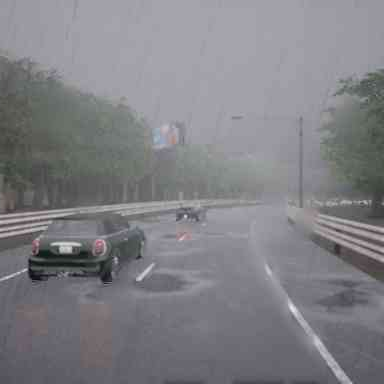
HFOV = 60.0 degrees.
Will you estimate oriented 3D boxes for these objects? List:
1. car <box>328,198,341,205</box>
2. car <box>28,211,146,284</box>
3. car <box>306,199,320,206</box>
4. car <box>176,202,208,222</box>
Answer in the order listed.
[{"bbox_3d":[36.890,2.394,86.166,4.553,1.767,2.097,2,-1,-42],"label":"car"},{"bbox_3d":[-2.793,1.374,9.910,2.097,1.767,4.553,0,0,4],"label":"car"},{"bbox_3d":[26.347,2.258,72.284,1.882,1.535,5.008,0,-1,38],"label":"car"},{"bbox_3d":[0.061,1.603,27.503,1.837,1.490,4.892,0,0,13],"label":"car"}]
